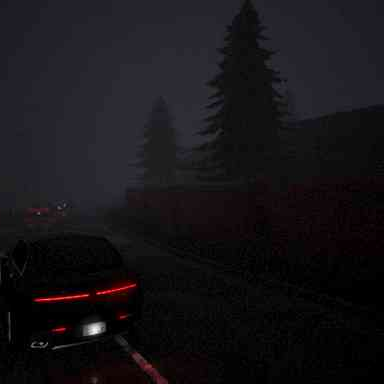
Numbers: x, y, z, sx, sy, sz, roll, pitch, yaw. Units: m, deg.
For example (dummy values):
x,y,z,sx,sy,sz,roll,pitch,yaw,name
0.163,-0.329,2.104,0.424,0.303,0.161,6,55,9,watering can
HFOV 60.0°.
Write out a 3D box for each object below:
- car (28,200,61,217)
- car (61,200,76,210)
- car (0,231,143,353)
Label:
x,y,z,sx,sy,sz,roll,pitch,yaw,name
-14.031,1.600,31.545,1.895,1.301,4.718,0,0,-13,car
-15.865,1.601,41.494,1.895,1.301,4.718,0,0,-6,car
-2.516,1.506,6.333,1.837,1.490,4.892,0,0,-32,car
